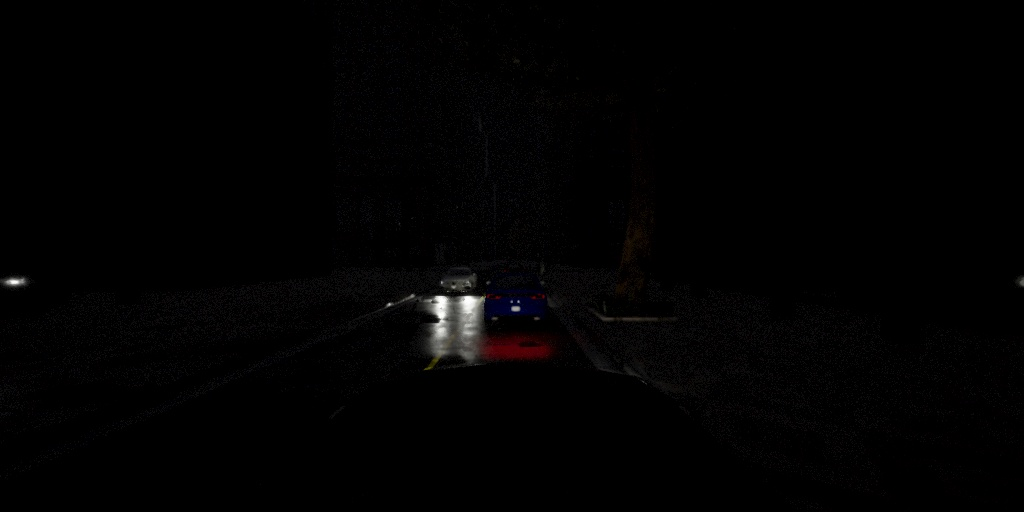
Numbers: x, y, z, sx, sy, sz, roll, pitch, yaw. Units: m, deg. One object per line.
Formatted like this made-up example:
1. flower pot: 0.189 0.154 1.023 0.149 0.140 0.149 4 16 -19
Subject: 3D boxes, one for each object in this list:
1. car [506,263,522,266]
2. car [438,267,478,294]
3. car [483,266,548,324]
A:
1. car: 0.178 1.372 30.634 1.882 1.535 5.008 0 -1 0
2. car: -3.039 1.371 21.064 1.812 1.442 4.674 0 0 0
3. car: 0.112 1.280 12.210 1.882 1.535 5.008 0 0 0
